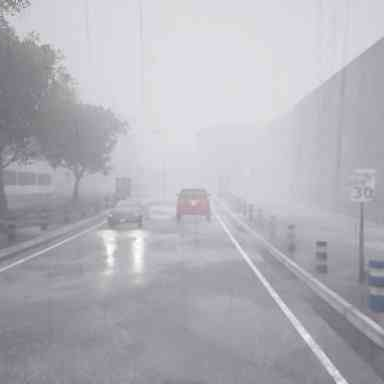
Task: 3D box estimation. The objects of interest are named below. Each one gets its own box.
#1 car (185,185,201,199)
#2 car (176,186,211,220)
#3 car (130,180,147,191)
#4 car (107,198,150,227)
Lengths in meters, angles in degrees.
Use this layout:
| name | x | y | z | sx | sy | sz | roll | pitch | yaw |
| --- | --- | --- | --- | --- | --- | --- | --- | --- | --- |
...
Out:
| name | x | y | z | sx | sy | sz | roll | pitch | yaw |
| --- | --- | --- | --- | --- | --- | --- | --- | --- | --- |
| car | 0.053 | -0.063 | 42.548 | 1.882 | 1.535 | 5.008 | 0 | 3 | -1 |
| car | 0.116 | 0.674 | 22.560 | 2.150 | 2.045 | 5.566 | 0 | 3 | 0 |
| car | -10.847 | -1.254 | 62.786 | 5.566 | 2.045 | 2.150 | 3 | 2 | 41 |
| car | -3.595 | 1.114 | 19.494 | 1.812 | 1.442 | 4.674 | 0 | 2 | 0 |
